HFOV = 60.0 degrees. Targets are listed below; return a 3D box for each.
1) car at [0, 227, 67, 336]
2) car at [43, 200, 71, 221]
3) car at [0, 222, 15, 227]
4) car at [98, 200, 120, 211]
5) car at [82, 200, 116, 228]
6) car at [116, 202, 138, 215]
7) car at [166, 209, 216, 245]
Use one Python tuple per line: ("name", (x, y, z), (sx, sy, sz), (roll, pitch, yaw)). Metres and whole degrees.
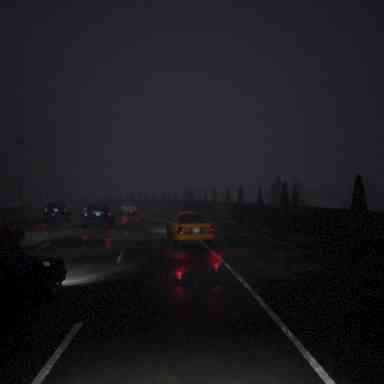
("car", (-3.702, 1.602, 5.380), (2.033, 1.411, 5.357), (0, 0, -4))
("car", (-12.138, 1.626, 30.123), (2.097, 1.767, 4.553), (0, 0, -17))
("car", (-7.977, 1.723, 12.483), (1.895, 1.301, 4.718), (0, 0, -8))
("car", (-12.260, 1.927, 48.722), (1.837, 1.490, 4.892), (0, 0, -30))
("car", (-6.889, 1.567, 24.599), (2.097, 1.767, 4.553), (0, 0, -14))
("car", (-7.461, 1.849, 38.008), (1.812, 1.442, 4.674), (0, -1, -22))
("car", (-0.214, 1.587, 16.332), (1.801, 1.575, 5.366), (0, 0, -9))
